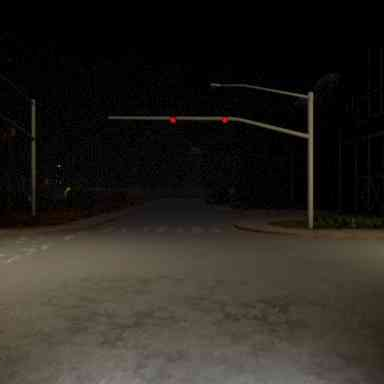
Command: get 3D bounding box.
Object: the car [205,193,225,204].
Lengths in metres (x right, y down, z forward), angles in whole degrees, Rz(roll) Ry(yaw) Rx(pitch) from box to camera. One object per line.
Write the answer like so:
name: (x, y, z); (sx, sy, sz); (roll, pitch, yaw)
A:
car: (4.203, 1.134, 60.050); (1.905, 1.878, 3.866); (-8, 3, -42)
